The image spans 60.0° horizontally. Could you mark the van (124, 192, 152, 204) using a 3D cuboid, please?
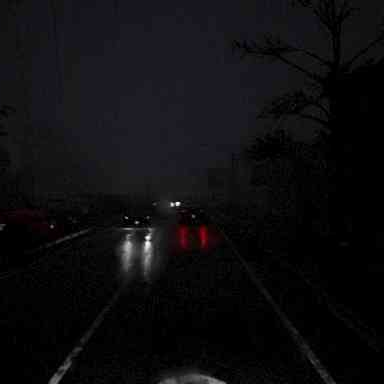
[{"bbox_3d":[-9.091,0.990,56.612,4.442,1.987,1.878,0,1,0],"label":"van"}]

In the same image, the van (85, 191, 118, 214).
[{"bbox_3d":[-9.053,1.168,28.572,4.442,1.987,1.878,0,0,0],"label":"van"}]

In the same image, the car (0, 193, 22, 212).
[{"bbox_3d":[-22.055,1.122,36.373,5.566,2.045,2.435,0,0,0],"label":"car"}]

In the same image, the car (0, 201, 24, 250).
[{"bbox_3d":[-8.882,1.315,11.753,4.553,1.767,2.185,0,0,0],"label":"car"}]

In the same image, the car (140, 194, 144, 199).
[{"bbox_3d":[-8.953,1.382,42.592,4.674,1.452,2.002,0,0,0],"label":"car"}]

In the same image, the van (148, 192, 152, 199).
[{"bbox_3d":[-8.850,1.049,51.002,4.442,1.987,1.878,0,1,0],"label":"van"}]

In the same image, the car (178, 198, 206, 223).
[{"bbox_3d":[0.098,1.446,24.905,1.812,1.442,4.674,0,0,0],"label":"car"}]

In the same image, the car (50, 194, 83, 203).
[{"bbox_3d":[-22.062,1.195,58.585,5.008,1.535,2.097,0,1,0],"label":"car"}]

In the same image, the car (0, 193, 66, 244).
[{"bbox_3d":[-8.889,1.182,14.556,5.566,2.045,2.435,0,0,0],"label":"car"}]

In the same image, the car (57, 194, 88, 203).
[{"bbox_3d":[-22.065,1.166,61.361,5.008,1.535,2.097,0,1,0],"label":"car"}]

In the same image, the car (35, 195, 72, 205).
[{"bbox_3d":[-22.043,1.256,53.036,4.892,1.521,2.231,0,1,0],"label":"car"}]

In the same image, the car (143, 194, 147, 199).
[{"bbox_3d":[-8.988,1.353,45.400,4.792,1.488,2.163,0,1,0],"label":"car"}]

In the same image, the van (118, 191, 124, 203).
[{"bbox_3d":[-9.057,1.161,31.375,4.442,1.987,1.878,0,0,0],"label":"van"}]

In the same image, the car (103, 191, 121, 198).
[{"bbox_3d":[-22.133,0.719,91.890,4.553,1.767,2.185,0,1,0],"label":"car"}]

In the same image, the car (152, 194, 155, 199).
[{"bbox_3d":[-8.965,1.246,53.811,5.008,1.535,2.097,0,1,0],"label":"car"}]

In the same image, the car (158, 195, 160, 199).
[{"bbox_3d":[-8.796,1.154,62.221,5.366,1.575,1.946,0,1,0],"label":"car"}]

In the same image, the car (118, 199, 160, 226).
[{"bbox_3d":[-3.350,1.476,22.889,2.033,1.411,5.357,0,0,0],"label":"car"}]

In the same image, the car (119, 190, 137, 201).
[{"bbox_3d":[-8.916,1.128,34.180,5.566,2.045,2.435,0,0,0],"label":"car"}]

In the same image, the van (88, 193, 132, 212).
[{"bbox_3d":[-9.064,1.145,36.980,4.442,1.987,1.878,0,0,0],"label":"van"}]

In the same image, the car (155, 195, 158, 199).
[{"bbox_3d":[-8.981,1.226,59.418,4.674,1.452,2.002,0,1,0],"label":"car"}]

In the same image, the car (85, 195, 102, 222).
[{"bbox_3d":[-8.960,1.284,22.966,4.553,1.767,2.185,0,0,0],"label":"car"}]

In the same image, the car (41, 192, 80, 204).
[{"bbox_3d":[-22.024,0.974,55.807,5.566,2.045,2.435,0,1,0],"label":"car"}]

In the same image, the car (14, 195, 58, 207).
[{"bbox_3d":[-22.226,1.303,47.480,5.366,1.575,1.946,0,1,0],"label":"car"}]

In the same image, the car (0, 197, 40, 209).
[{"bbox_3d":[-22.063,1.376,41.926,4.792,1.488,2.163,0,0,0],"label":"car"}]

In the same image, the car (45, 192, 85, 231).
[{"bbox_3d":[-8.893,1.174,17.359,5.566,2.045,2.435,0,0,0],"label":"car"}]

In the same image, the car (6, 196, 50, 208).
[{"bbox_3d":[-22.008,1.360,44.709,4.792,1.488,2.163,0,0,0],"label":"car"}]

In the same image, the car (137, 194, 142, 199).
[{"bbox_3d":[-8.958,1.358,39.789,4.892,1.521,2.231,0,0,0],"label":"car"}]

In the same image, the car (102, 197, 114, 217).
[{"bbox_3d":[-8.926,1.403,25.769,4.892,1.521,2.231,0,0,0],"label":"car"}]

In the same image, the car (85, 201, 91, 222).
[{"bbox_3d":[-8.922,1.457,20.163,4.674,1.452,2.002,0,0,0],"label":"car"}]

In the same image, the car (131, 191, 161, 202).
[{"bbox_3d":[-8.957,0.876,65.022,5.566,2.045,2.435,0,1,0],"label":"car"}]

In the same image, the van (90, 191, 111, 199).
[{"bbox_3d":[-22.203,0.734,80.786,4.442,1.987,1.878,0,1,0],"label":"van"}]

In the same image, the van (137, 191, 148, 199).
[{"bbox_3d":[-9.079,1.073,48.200,4.442,1.987,1.878,0,1,0],"label":"van"}]

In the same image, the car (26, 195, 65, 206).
[{"bbox_3d":[-22.040,1.281,50.258,5.008,1.535,2.097,0,0,0],"label":"car"}]

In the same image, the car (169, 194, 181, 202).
[{"bbox_3d":[-3.269,1.140,64.813,2.128,1.511,4.902,0,1,1],"label":"car"}]

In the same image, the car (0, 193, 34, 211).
[{"bbox_3d":[-22.002,1.109,39.150,5.566,2.045,2.435,0,0,0],"label":"car"}]
